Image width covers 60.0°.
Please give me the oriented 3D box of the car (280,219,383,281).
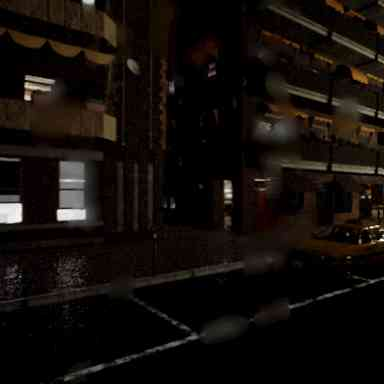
[{"bbox_3d":[4.659,1.521,9.879,4.829,1.417,1.752,0,0,-36],"label":"car"}]
